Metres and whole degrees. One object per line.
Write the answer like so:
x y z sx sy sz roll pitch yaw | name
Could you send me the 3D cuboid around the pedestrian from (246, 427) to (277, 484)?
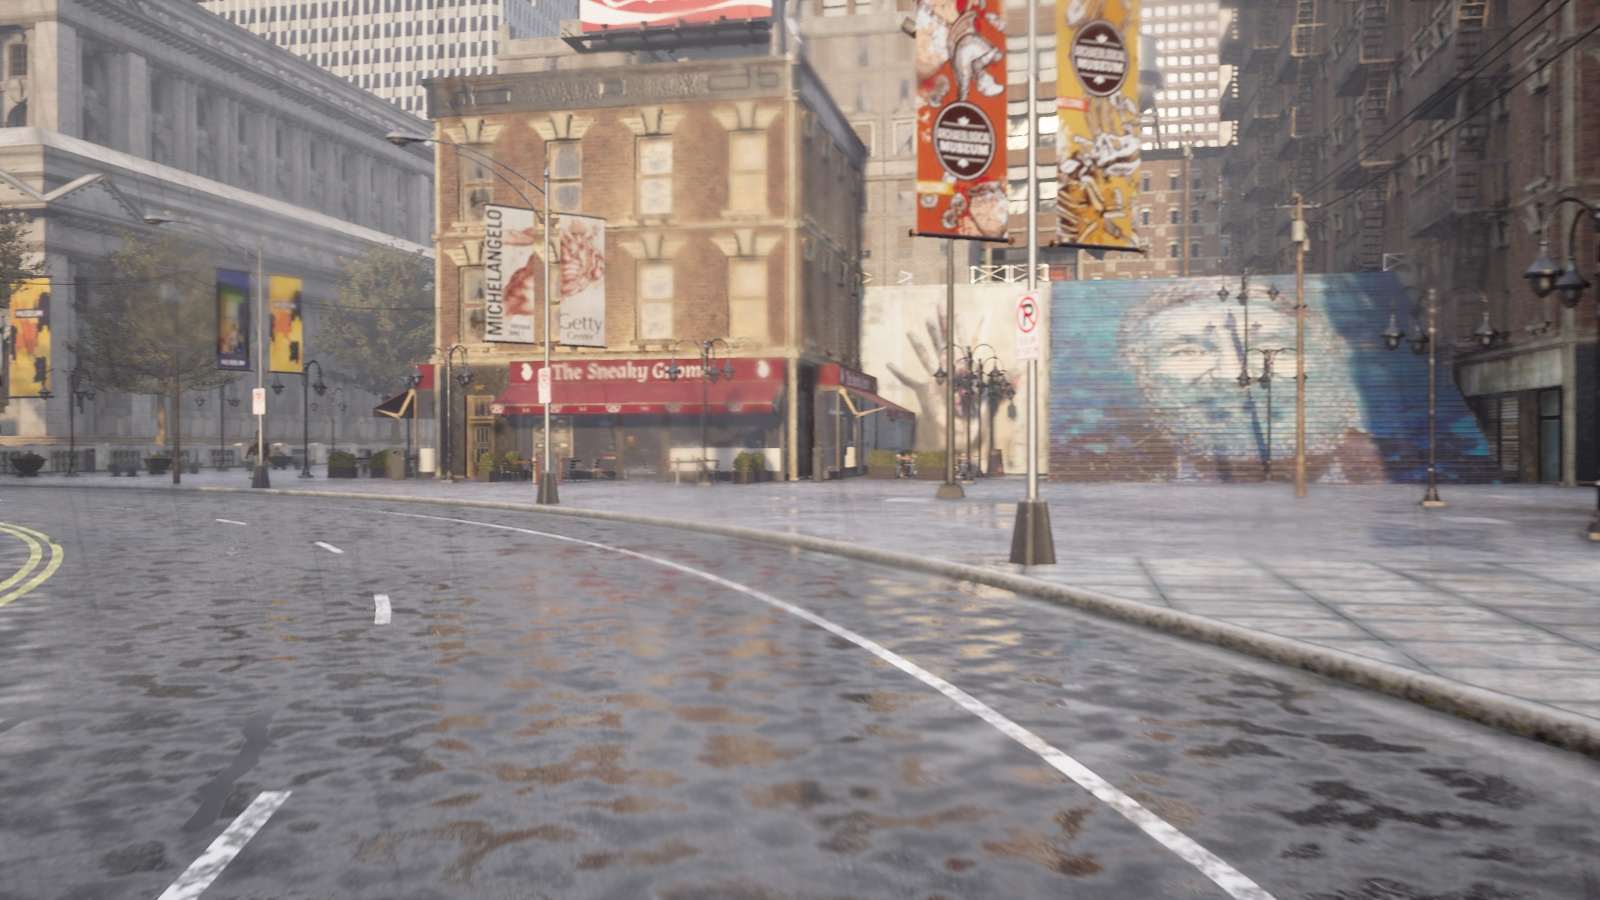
-17.931 0.174 41.806 0.849 1.883 0.563 0 0 29 | pedestrian
